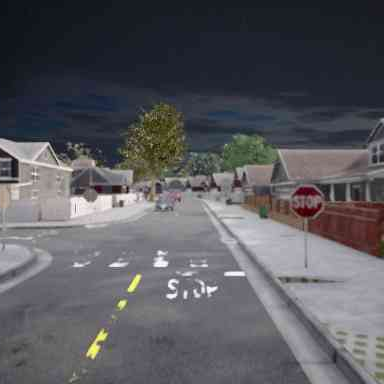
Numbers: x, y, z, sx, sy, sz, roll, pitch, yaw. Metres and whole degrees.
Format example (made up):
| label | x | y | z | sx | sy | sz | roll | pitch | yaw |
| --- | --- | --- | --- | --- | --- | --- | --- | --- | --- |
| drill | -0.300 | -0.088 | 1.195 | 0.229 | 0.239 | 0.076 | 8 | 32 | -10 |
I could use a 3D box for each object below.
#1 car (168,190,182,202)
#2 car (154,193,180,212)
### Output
| label | x | y | z | sx | sy | sz | roll | pitch | yaw |
| --- | --- | --- | --- | --- | --- | --- | --- | --- | --- |
| car | -3.059 | 0.616 | 59.518 | 2.150 | 2.045 | 5.566 | 0 | 1 | -4 |
| car | -2.706 | 1.191 | 33.963 | 2.128 | 1.511 | 4.902 | 0 | 1 | 0 |
